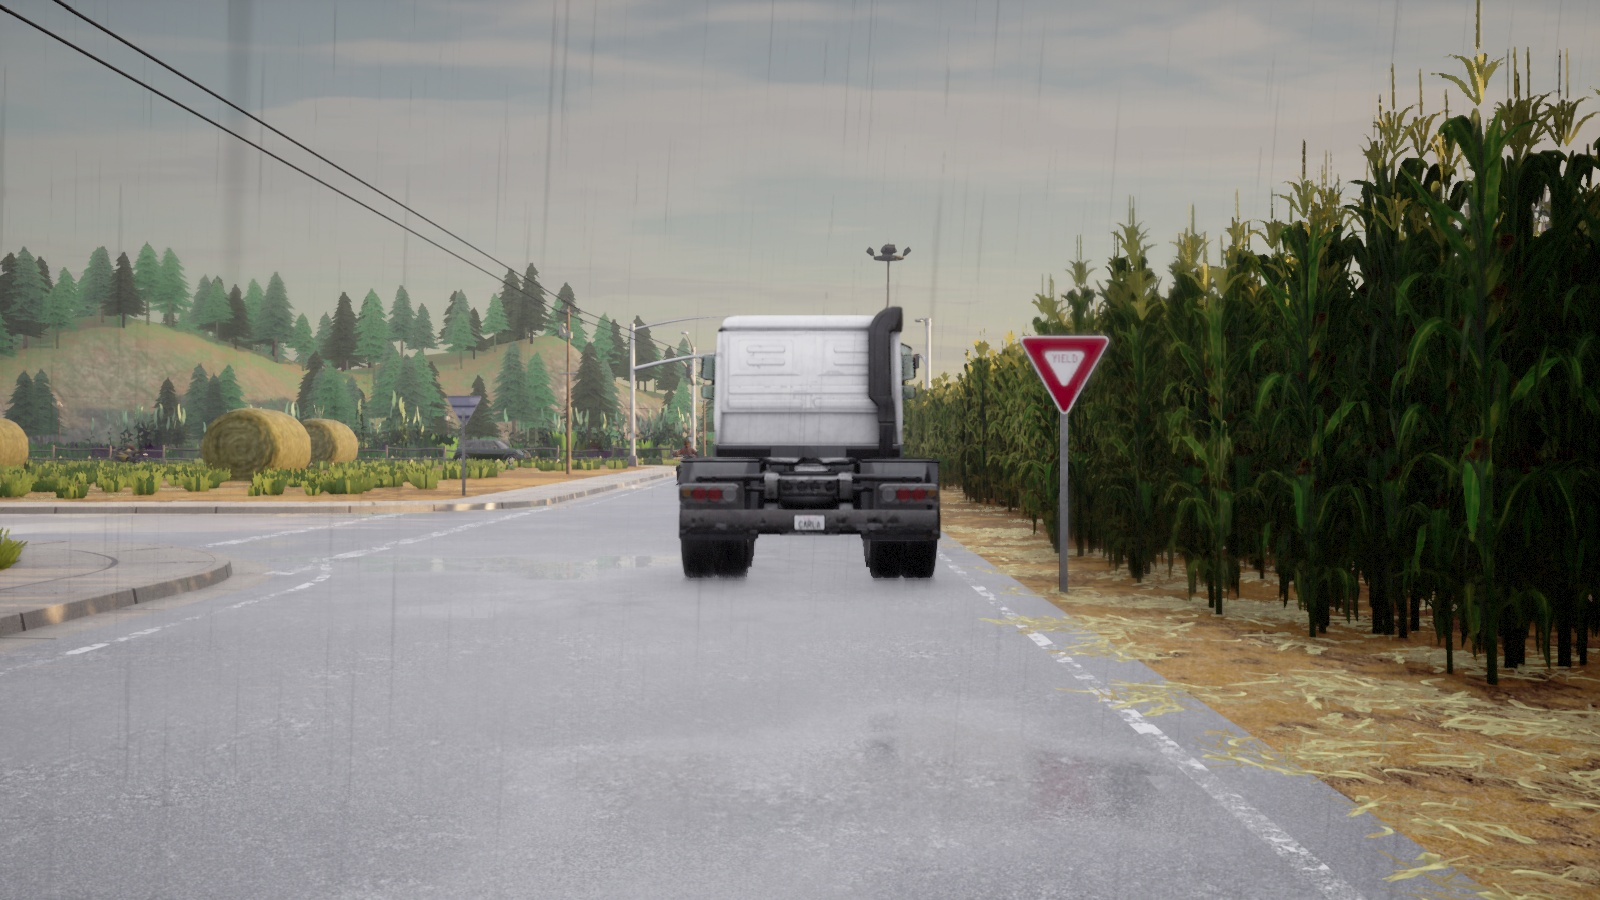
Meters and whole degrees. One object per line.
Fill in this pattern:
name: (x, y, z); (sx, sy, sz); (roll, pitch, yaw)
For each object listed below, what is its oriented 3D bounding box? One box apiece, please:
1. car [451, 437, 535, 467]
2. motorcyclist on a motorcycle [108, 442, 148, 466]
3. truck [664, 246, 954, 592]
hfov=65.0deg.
car: (-18.604, 0.123, 76.230); (4.553, 1.767, 2.097); (0, 0, 3)
motorcyclist on a motorcycle: (-43.434, 0.251, 81.163); (2.191, 1.530, 0.866); (0, 0, 3)
truck: (0.111, -0.331, 16.540); (2.891, 3.462, 7.936); (0, 0, 0)
